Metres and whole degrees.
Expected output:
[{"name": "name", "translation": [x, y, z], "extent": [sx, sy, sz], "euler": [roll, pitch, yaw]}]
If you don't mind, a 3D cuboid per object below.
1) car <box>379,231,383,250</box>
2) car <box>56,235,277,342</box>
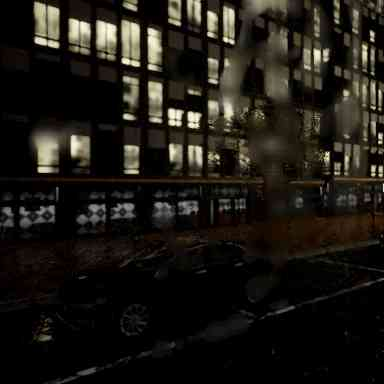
[{"name": "car", "translation": [9.012, 1.561, 12.989], "extent": [4.403, 1.369, 2.008], "euler": [0, -1, -35]}, {"name": "car", "translation": [-0.247, 1.563, 6.396], "extent": [4.403, 1.369, 2.008], "euler": [0, -1, -35]}]
